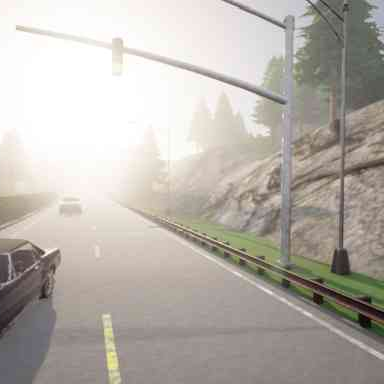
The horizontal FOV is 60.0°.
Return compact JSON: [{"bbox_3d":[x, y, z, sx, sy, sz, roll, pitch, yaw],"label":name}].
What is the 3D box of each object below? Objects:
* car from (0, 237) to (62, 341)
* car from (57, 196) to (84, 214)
[{"bbox_3d":[-3.526,1.499,5.172,1.895,1.301,4.718,1,2,-8],"label":"car"},{"bbox_3d":[-10.797,1.127,29.755,1.837,1.490,4.892,1,1,-17],"label":"car"}]
